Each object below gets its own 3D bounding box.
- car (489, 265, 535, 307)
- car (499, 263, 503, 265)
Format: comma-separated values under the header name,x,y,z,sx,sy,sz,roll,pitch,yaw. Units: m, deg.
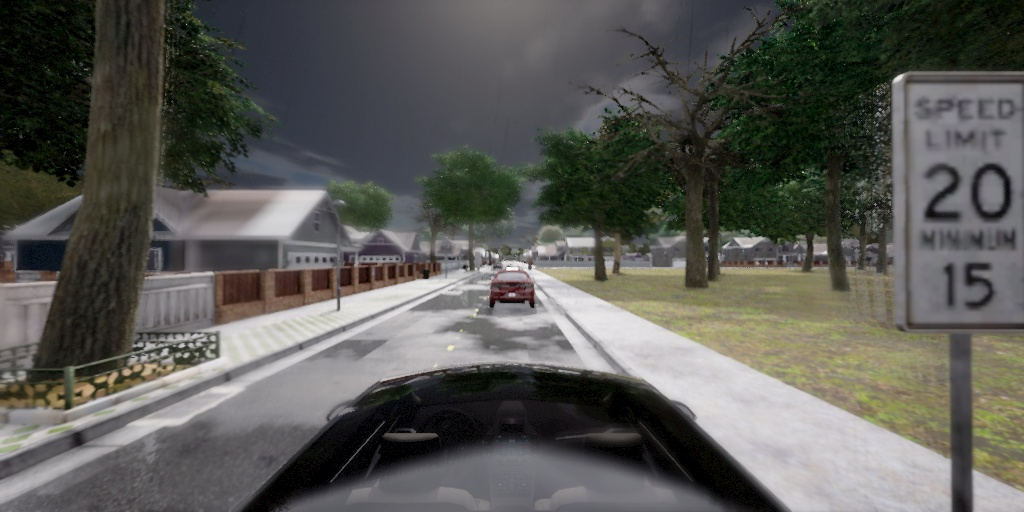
name,x,y,z,sx,sy,sz,roll,pitch,yaw
car,0.012,1.362,16.332,1.882,1.535,5.008,0,0,0
car,0.018,1.583,31.106,1.994,1.385,4.181,0,0,0
